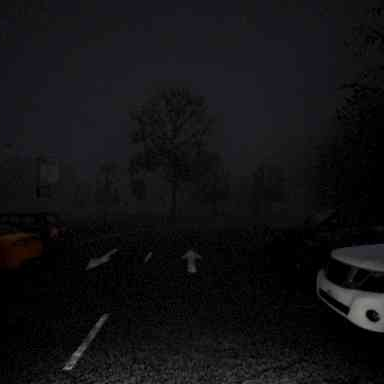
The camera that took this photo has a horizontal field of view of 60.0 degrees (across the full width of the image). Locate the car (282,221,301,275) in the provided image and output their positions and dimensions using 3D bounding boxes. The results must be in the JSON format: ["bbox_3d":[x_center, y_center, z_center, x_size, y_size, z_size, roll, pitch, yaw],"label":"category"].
[{"bbox_3d":[5.075,1.610,8.357,4.892,1.521,2.231,0,-1,0],"label":"car"}]

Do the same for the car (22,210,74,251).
[{"bbox_3d":[-7.177,1.580,13.143,4.553,1.767,2.185,0,-1,0],"label":"car"}]

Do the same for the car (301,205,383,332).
[{"bbox_3d":[5.065,1.305,5.569,5.566,2.045,2.435,0,-1,0],"label":"car"}]

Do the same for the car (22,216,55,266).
[{"bbox_3d":[-7.190,1.643,10.105,5.008,1.535,2.097,0,-1,0],"label":"car"}]

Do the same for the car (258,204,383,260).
[{"bbox_3d":[5.041,1.412,11.030,5.566,2.045,2.435,0,-1,0],"label":"car"}]

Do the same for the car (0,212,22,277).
[{"bbox_3d":[-7.153,1.333,7.193,5.566,2.045,2.435,0,-1,0],"label":"car"}]
